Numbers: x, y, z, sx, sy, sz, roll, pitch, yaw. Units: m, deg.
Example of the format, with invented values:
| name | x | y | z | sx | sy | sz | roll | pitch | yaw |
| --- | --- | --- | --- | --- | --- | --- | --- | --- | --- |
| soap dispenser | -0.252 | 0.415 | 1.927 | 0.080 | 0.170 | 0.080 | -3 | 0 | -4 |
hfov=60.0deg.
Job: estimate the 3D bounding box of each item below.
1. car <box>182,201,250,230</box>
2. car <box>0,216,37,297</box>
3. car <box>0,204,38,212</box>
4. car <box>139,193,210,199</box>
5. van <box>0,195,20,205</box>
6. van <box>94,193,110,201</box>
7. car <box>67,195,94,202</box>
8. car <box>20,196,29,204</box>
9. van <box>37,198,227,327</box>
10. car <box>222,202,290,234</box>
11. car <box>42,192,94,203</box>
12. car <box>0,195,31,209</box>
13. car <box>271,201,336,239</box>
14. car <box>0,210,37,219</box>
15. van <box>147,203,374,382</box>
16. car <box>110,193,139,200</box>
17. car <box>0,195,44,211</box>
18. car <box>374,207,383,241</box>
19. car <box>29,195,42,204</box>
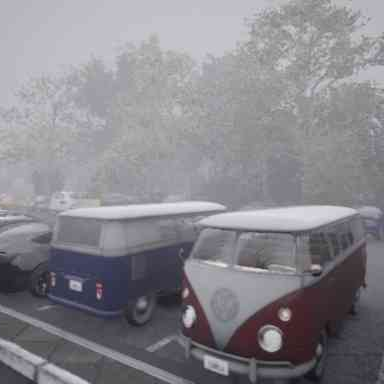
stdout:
| name | x | y | z | sx | sy | sz | roll | pitch | yaw |
| --- | --- | --- | --- | --- | --- | --- | --- | --- | --- |
| car | 1.684 | 1.399 | 21.376 | 2.163 | 1.488 | 4.792 | 1 | 1 | 35 |
| car | -2.983 | 1.482 | 8.679 | 2.163 | 1.488 | 4.792 | 0 | 0 | 35 |
| car | -7.593 | 1.415 | 11.877 | 2.231 | 1.521 | 4.892 | 1 | 1 | 35 |
| car | -0.621 | 1.098 | 22.918 | 2.435 | 2.045 | 5.566 | 1 | 1 | 35 |
| van | -9.830 | 1.166 | 13.576 | 1.878 | 1.987 | 4.442 | 1 | 1 | 35 |
| van | -5.087 | 1.072 | 26.221 | 1.878 | 1.987 | 4.442 | 1 | 1 | 35 |
| car | -7.322 | 1.267 | 27.871 | 1.946 | 1.575 | 5.366 | 1 | 1 | 35 |
| car | -14.234 | 1.062 | 32.518 | 2.185 | 1.767 | 4.553 | 1 | 1 | 35 |
| van | -0.637 | 1.237 | 7.142 | 1.878 | 1.987 | 4.442 | 0 | 0 | 35 |
| car | 3.931 | 1.419 | 19.733 | 2.163 | 1.488 | 4.792 | 1 | 1 | 35 |
| car | -9.685 | 0.992 | 29.331 | 2.435 | 2.045 | 5.566 | 1 | 1 | 35 |
| car | -21.071 | 1.106 | 37.272 | 2.231 | 1.521 | 4.892 | 1 | 1 | 35 |
| car | 6.325 | 1.396 | 18.319 | 1.946 | 1.575 | 5.366 | 0 | 0 | 35 |
| car | -5.302 | 1.475 | 10.263 | 2.002 | 1.452 | 4.674 | 1 | 1 | 35 |
| van | 1.525 | 1.249 | 5.345 | 1.878 | 1.987 | 4.442 | 0 | 0 | 35 |
| car | -2.863 | 1.075 | 24.557 | 2.435 | 2.045 | 5.566 | 1 | 1 | 35 |
| car | -18.905 | 1.131 | 35.524 | 1.946 | 1.575 | 5.366 | 1 | 1 | 35 |
| car | 8.491 | 1.411 | 16.571 | 2.097 | 1.535 | 5.008 | 0 | 0 | 35 |
| car | -11.993 | 1.246 | 30.878 | 2.163 | 1.488 | 4.792 | 1 | 1 | 35 |
